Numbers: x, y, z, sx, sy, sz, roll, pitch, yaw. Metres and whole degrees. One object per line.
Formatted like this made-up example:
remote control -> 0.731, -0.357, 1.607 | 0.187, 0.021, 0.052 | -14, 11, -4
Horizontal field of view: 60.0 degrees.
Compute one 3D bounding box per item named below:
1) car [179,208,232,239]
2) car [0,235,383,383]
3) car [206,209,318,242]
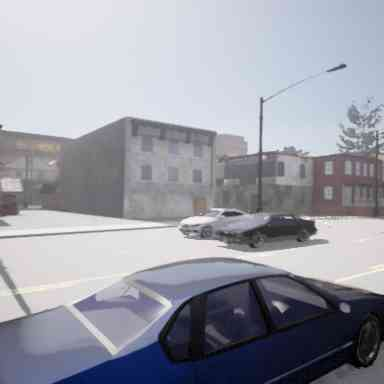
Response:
car -> 1.486, 1.603, 17.970 | 4.674, 1.442, 1.812 | 0, 0, -36
car -> 0.423, 1.565, 4.060 | 5.357, 1.411, 2.033 | 0, 0, -35
car -> 3.507, 1.625, 15.113 | 5.357, 1.411, 2.033 | 0, 0, -36
